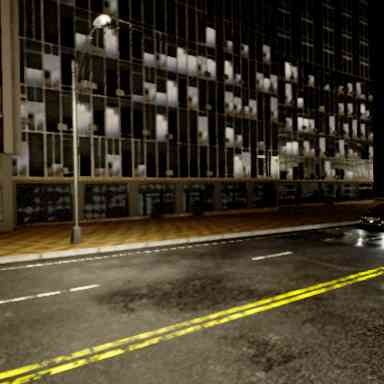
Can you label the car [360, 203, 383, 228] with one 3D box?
[{"bbox_3d":[12.139,1.428,20.223,4.892,1.490,1.837,0,0,-35],"label":"car"}]
